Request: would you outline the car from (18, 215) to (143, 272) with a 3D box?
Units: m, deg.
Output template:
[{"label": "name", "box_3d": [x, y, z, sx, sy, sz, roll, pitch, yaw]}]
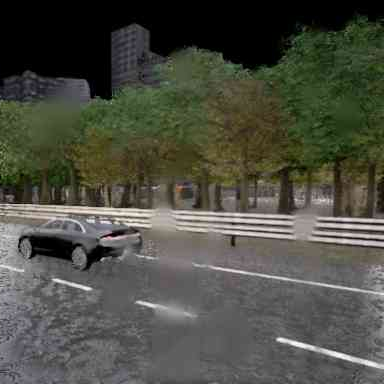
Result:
[{"label": "car", "box_3d": [-3.776, 1.497, 10.863, 4.902, 1.511, 2.128, 0, 0, 36]}]
